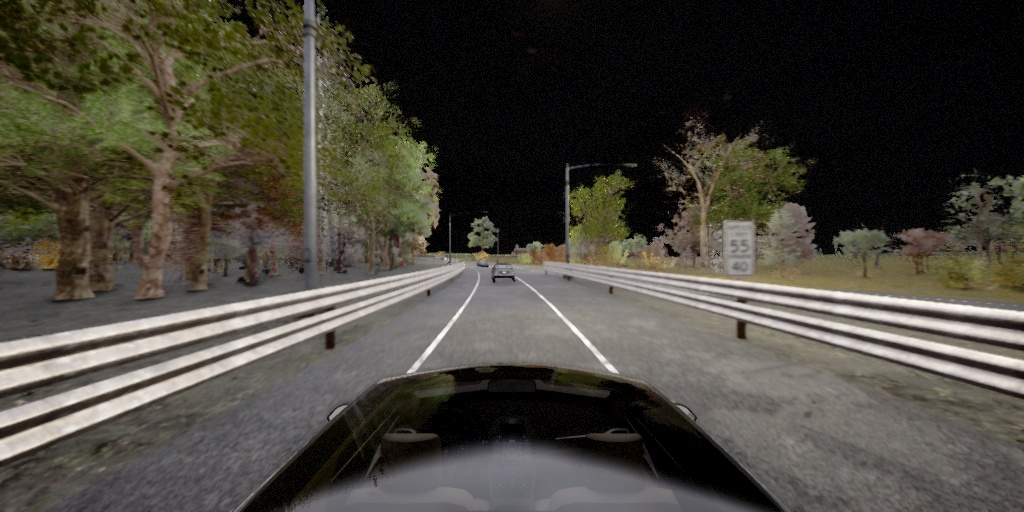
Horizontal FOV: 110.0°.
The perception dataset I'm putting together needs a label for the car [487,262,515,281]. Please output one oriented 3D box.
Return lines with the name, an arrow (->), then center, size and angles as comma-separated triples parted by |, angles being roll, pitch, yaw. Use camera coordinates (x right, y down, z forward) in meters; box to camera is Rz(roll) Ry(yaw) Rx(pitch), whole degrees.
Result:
car -> -0.817, 1.324, 30.055 | 2.033, 1.411, 5.357 | 0, 0, -5
